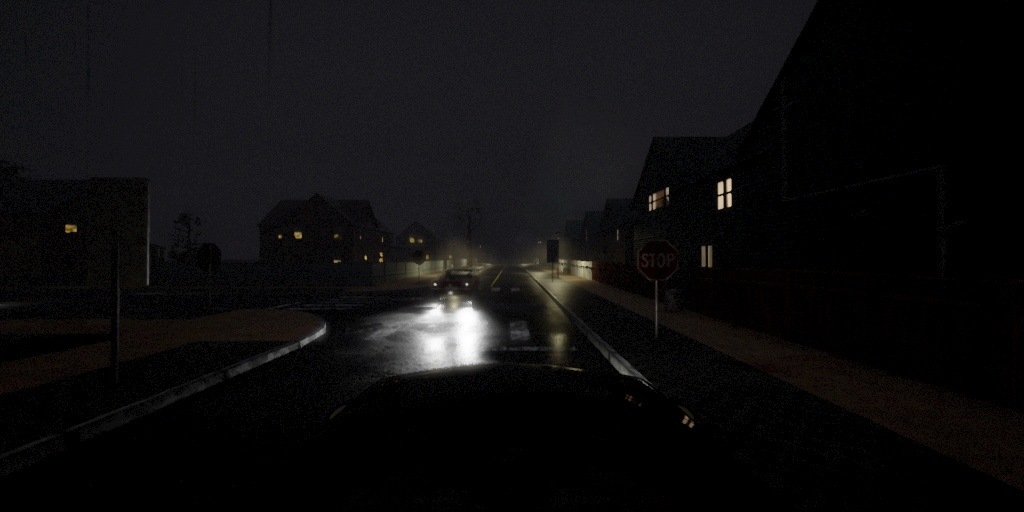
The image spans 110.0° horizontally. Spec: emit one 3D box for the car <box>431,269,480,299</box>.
[{"bbox_3d":[-2.746,1.356,18.316,1.895,1.301,4.718,0,0,0],"label":"car"}]
